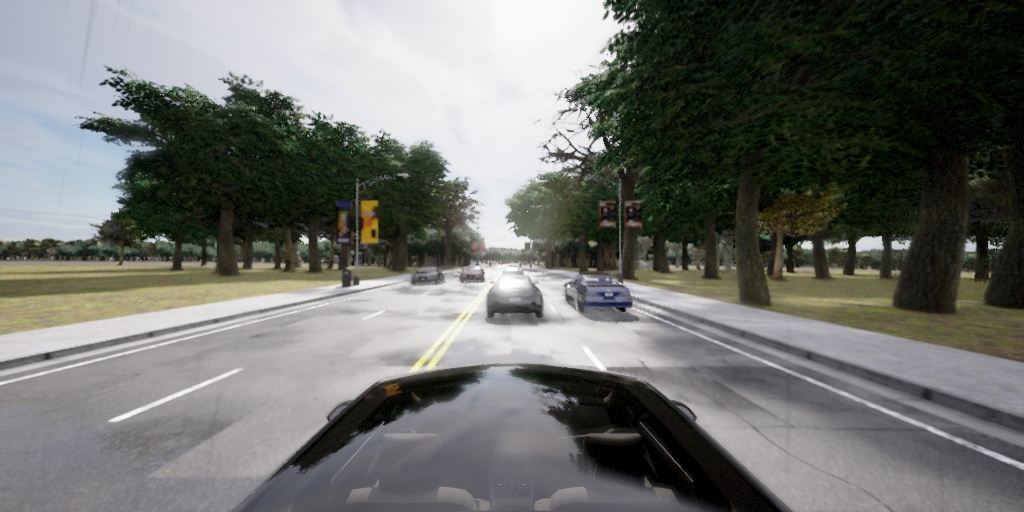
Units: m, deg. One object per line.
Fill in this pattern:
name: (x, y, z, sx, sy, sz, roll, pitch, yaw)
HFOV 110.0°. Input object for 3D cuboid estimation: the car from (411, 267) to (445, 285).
car: (-6.585, 1.536, 28.451, 1.994, 1.385, 4.181, 0, 0, 0)

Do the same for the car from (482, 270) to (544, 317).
car: (0.104, 1.413, 13.675, 1.994, 1.385, 4.181, 0, 0, 0)

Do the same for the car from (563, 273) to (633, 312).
car: (3.353, 1.407, 14.910, 2.033, 1.411, 5.357, 0, 0, 0)

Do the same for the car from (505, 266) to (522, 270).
car: (0.110, 1.540, 30.883, 2.033, 1.411, 5.357, 0, 0, 0)

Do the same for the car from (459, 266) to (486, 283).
car: (-3.336, 1.558, 31.090, 1.994, 1.385, 4.181, 0, 0, 0)
